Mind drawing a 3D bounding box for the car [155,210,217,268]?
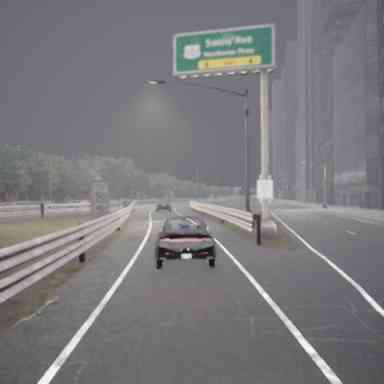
[{"bbox_3d":[-0.283,1.603,11.708,2.128,1.511,4.902,0,-1,-3],"label":"car"}]

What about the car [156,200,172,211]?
[{"bbox_3d":[-3.972,1.880,47.353,2.097,1.767,4.553,0,-1,-4],"label":"car"}]
